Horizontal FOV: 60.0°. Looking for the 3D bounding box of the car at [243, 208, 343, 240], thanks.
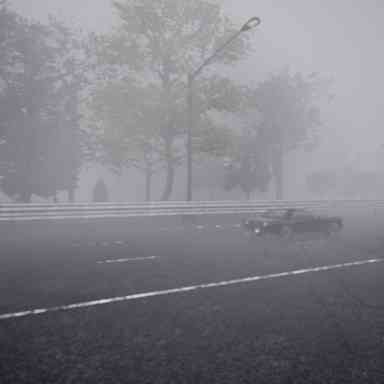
[{"bbox_3d":[4.799,1.403,15.532,4.718,1.301,1.895,0,0,-27],"label":"car"}]
